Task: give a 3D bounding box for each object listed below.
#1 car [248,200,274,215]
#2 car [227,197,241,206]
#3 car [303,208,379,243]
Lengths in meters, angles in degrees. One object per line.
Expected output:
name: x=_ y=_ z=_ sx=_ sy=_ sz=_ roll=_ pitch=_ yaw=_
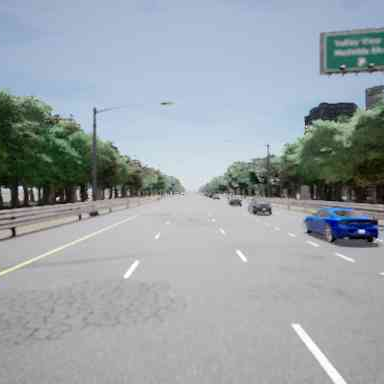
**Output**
car: x=6.997 y=1.535 z=34.497 sx=1.812 sy=1.442 sz=4.674 roll=0 pitch=0 yaw=0
car: x=7.000 y=1.530 z=55.241 sx=1.812 sy=1.442 sz=4.674 roll=0 pitch=0 yaw=0
car: x=6.996 y=1.496 z=16.191 sx=1.882 sy=1.535 sz=5.008 roll=0 pitch=0 yaw=0
